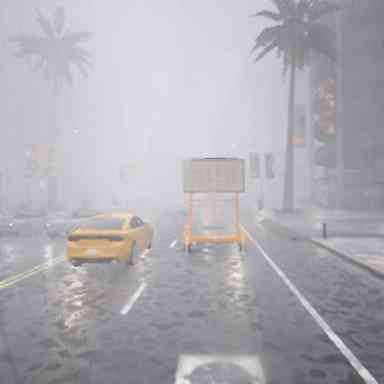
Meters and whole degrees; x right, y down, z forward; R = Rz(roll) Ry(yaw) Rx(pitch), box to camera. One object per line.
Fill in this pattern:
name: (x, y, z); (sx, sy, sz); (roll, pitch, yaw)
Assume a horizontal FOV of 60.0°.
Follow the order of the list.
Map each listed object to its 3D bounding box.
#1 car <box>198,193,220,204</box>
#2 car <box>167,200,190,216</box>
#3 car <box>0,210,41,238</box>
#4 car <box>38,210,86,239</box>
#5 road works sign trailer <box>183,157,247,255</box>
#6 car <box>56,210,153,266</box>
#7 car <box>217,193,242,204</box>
car: (3.553, 1.086, 59.976); (2.150, 2.045, 5.566); (-1, 0, 43)
car: (-1.247, 1.486, 32.116); (1.812, 1.442, 4.674); (-1, 0, 7)
car: (-9.413, 1.668, 18.403); (1.895, 1.301, 4.718); (-1, 0, 4)
car: (-5.946, 1.633, 17.780); (1.895, 1.301, 4.718); (-1, 0, 4)
road works sign trailer: (0.873, 0.434, 13.134); (2.380, 3.560, 2.880); (-1, 0, 3)
car: (-2.610, 1.485, 11.657); (1.882, 1.535, 5.008); (-1, 0, 3)
car: (6.963, 1.397, 58.327); (1.994, 1.385, 4.181); (-1, 0, 45)
